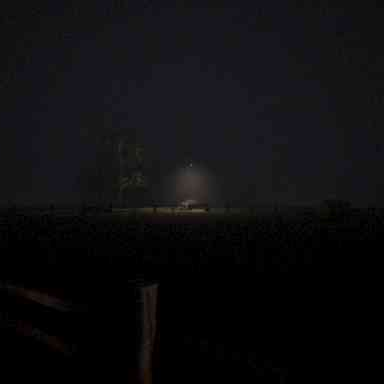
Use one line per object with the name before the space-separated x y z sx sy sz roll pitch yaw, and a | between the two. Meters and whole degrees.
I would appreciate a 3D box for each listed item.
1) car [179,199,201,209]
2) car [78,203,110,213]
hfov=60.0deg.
car | -0.407 2.204 60.791 2.097 1.767 4.553 0 -1 38
car | -13.127 2.120 44.632 1.994 1.385 4.181 0 -1 38
